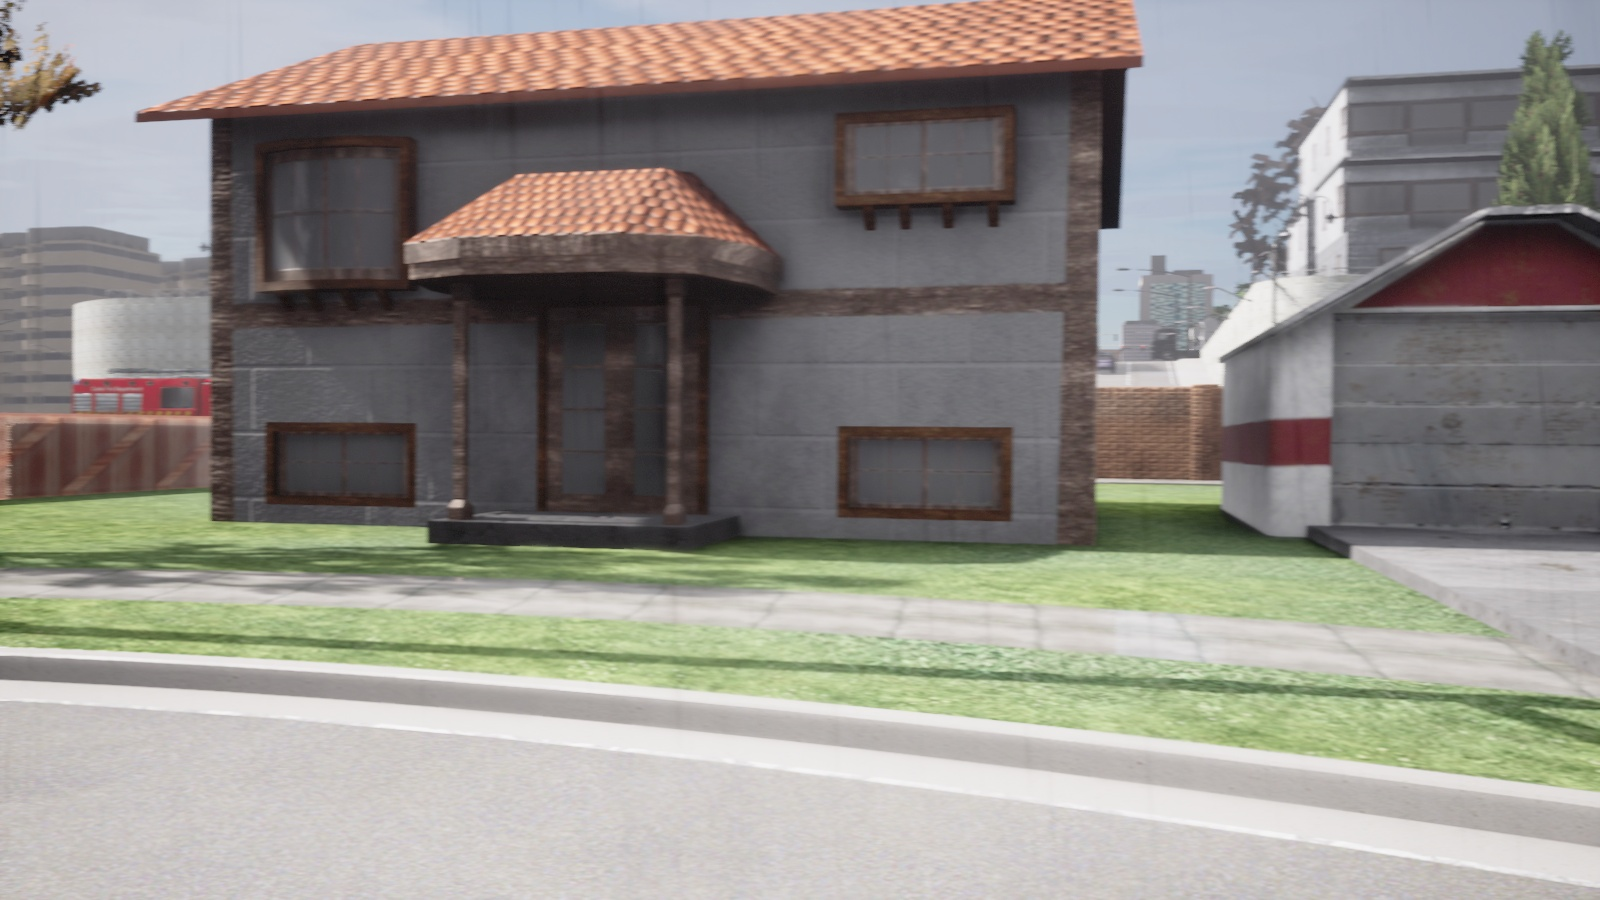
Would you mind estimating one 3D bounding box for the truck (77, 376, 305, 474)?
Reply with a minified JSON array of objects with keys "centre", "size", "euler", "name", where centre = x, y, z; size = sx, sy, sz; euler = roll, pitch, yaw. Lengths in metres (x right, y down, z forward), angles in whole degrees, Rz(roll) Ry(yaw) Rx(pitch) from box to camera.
[{"centre":[-24.925,-0.982,51.468],"size":[8.468,3.827,2.891],"euler":[0,1,14],"name":"truck"}]
